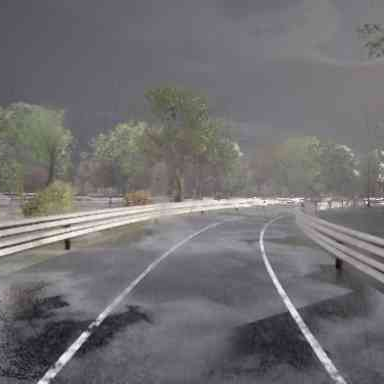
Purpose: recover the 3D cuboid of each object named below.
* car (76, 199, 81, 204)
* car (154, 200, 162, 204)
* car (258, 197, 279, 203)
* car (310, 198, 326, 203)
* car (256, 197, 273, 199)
[{"bbox_3d":[-19.298,1.008,50.404,5.357,1.411,2.033,2,0,-36],"label":"car"},{"bbox_3d":[-7.543,1.333,54.648,5.357,1.411,2.033,1,0,-36],"label":"car"},{"bbox_3d":[19.046,1.978,82.708,4.902,1.511,2.128,1,0,-36],"label":"car"},{"bbox_3d":[31.645,2.312,83.236,4.892,1.490,1.837,1,0,-36],"label":"car"},{"bbox_3d":[16.252,1.938,76.339,4.674,1.442,1.812,1,0,-36],"label":"car"}]
